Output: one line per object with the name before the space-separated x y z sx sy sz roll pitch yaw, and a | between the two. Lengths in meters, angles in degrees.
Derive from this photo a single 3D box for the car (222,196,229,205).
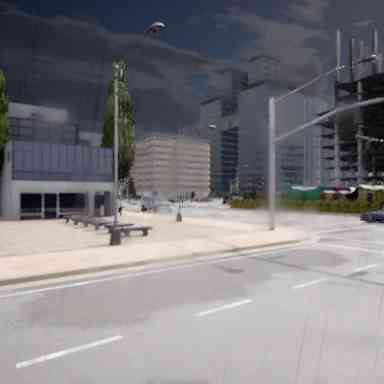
car | 7.985 1.699 67.824 3.866 1.878 1.905 0 -1 -36

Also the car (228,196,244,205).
car | 9.684 1.922 65.478 3.806 1.475 1.970 0 -1 -36

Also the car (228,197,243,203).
car | 12.070 2.131 91.765 3.806 1.475 1.970 0 -1 -36

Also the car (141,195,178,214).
car | -4.367 1.535 41.000 2.150 2.045 5.566 0 0 -35

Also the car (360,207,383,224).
car | 14.947 1.784 25.100 1.994 1.385 4.181 0 -1 -22

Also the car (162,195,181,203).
car | -5.291 1.817 86.011 4.605 1.855 1.932 0 -1 -36

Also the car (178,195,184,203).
car | -3.627 1.804 83.643 3.866 1.878 1.905 0 -1 -36
